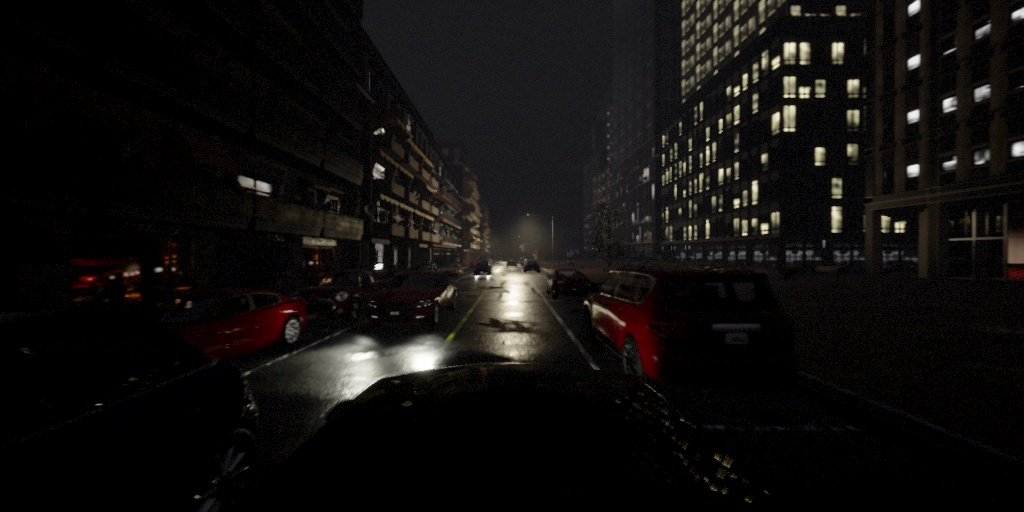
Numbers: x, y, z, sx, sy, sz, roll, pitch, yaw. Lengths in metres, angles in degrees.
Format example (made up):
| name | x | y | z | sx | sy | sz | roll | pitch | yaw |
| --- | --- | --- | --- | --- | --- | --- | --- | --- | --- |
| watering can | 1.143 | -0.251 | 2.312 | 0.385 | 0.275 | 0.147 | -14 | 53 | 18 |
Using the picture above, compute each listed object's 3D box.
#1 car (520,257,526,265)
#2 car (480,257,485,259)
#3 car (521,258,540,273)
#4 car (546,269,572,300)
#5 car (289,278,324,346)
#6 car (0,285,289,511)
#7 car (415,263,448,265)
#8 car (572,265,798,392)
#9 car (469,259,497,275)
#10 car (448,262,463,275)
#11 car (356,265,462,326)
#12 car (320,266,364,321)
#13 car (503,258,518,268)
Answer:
| name | x | y | z | sx | sy | sz | roll | pitch | yaw |
| --- | --- | --- | --- | --- | --- | --- | --- | --- | --- |
| car | 2.676 | 1.205 | 56.403 | 1.967 | 1.591 | 4.097 | 0 | 0 | 0 |
| car | -5.705 | 1.310 | 56.402 | 1.888 | 1.381 | 4.507 | 0 | 0 | 0 |
| car | 2.341 | 1.280 | 42.821 | 1.812 | 1.442 | 4.674 | 0 | 0 | 0 |
| car | 2.684 | 1.293 | 17.718 | 1.888 | 1.381 | 4.507 | 0 | 0 | 0 |
| car | -5.693 | 1.294 | 6.662 | 1.888 | 1.381 | 4.507 | 0 | 0 | 0 |
| car | -3.085 | 1.102 | 0.944 | 2.097 | 1.767 | 4.553 | 0 | 0 | 0 |
| car | -5.697 | 1.188 | 23.242 | 1.967 | 1.591 | 4.097 | 0 | 0 | 0 |
| car | 2.687 | 1.064 | 6.664 | 2.192 | 1.841 | 5.009 | 0 | 0 | 0 |
| car | -3.103 | 1.299 | 39.260 | 2.033 | 1.411 | 5.357 | 0 | 0 | 0 |
| car | -5.699 | 1.275 | 34.126 | 1.751 | 1.417 | 4.829 | 0 | 0 | 0 |
| car | -3.059 | 1.226 | 11.884 | 1.882 | 1.535 | 5.008 | 0 | 0 | 0 |
| car | -5.695 | 1.188 | 12.189 | 1.967 | 1.591 | 4.097 | 0 | 0 | 0 |
| car | -0.014 | 1.264 | 62.343 | 2.128 | 1.511 | 4.902 | 0 | 0 | 0 |
